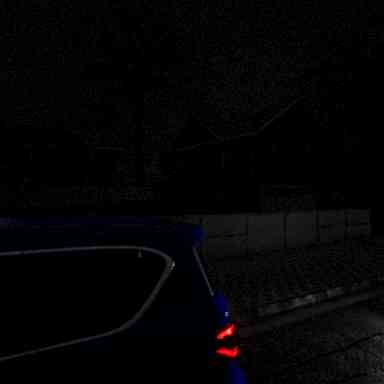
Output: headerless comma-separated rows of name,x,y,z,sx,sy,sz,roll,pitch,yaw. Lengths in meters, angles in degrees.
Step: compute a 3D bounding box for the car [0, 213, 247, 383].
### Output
car,-2.286,1.222,2.009,5.566,2.045,2.150,0,0,-28
